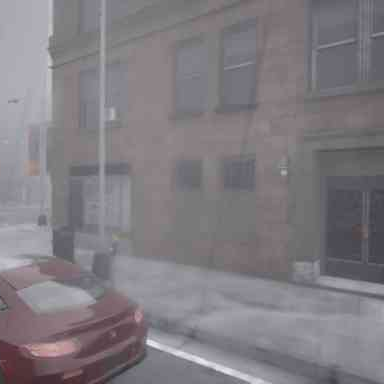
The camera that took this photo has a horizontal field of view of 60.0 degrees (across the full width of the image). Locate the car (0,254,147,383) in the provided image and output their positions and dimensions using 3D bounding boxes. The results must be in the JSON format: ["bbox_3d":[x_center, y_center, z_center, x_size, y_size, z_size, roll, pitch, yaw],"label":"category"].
[{"bbox_3d":[-2.471,1.536,4.548,4.206,1.307,1.802,1,0,35],"label":"car"}]
